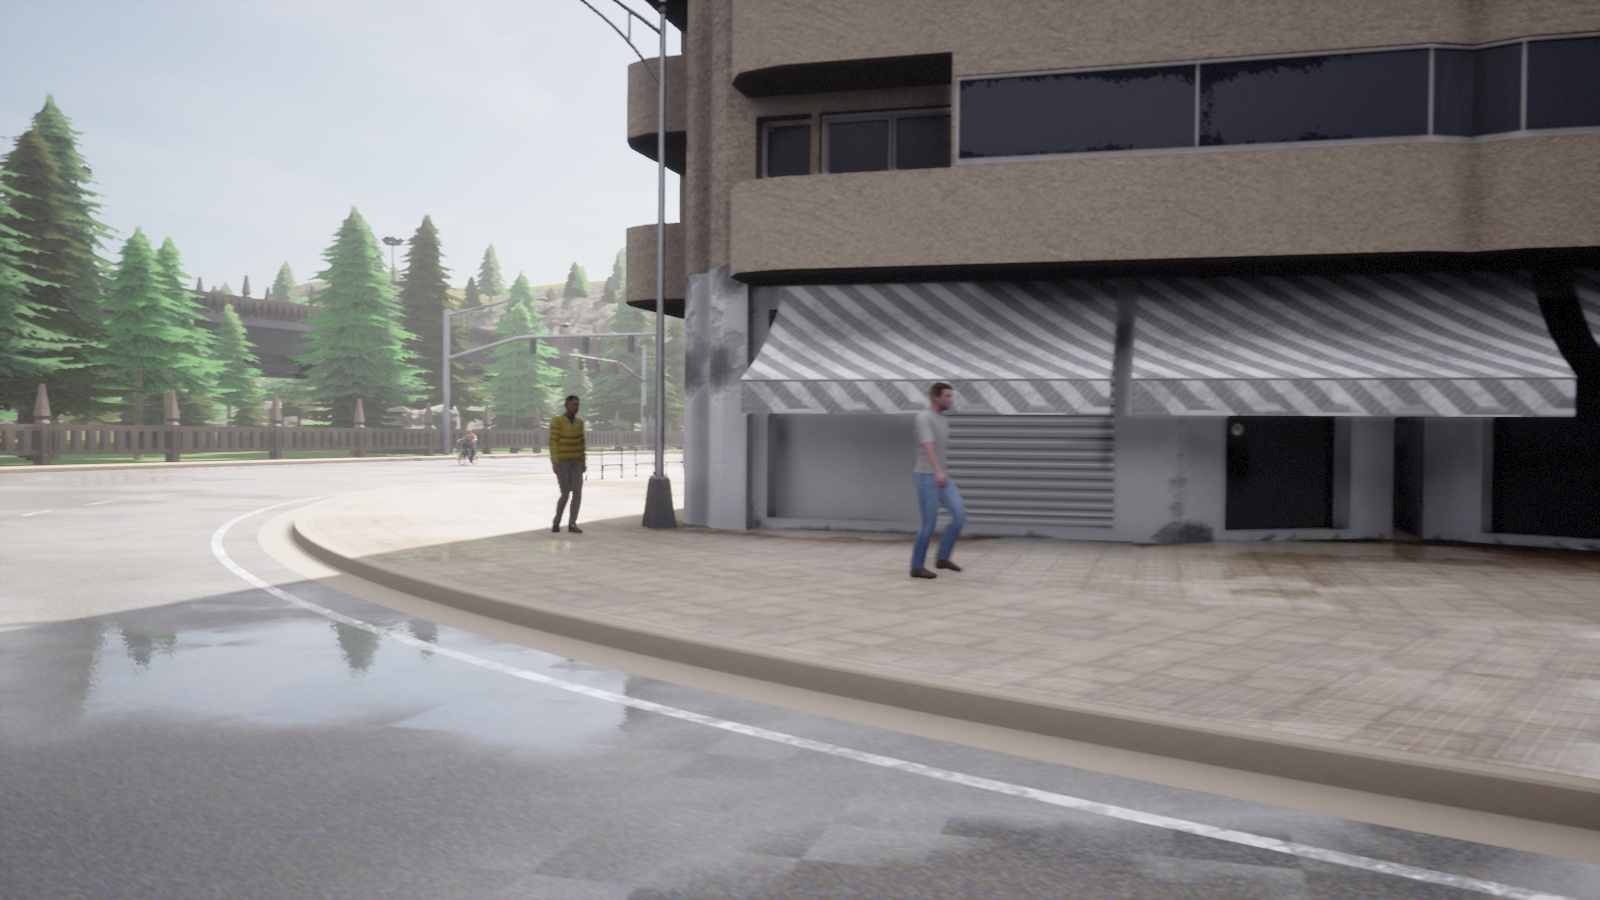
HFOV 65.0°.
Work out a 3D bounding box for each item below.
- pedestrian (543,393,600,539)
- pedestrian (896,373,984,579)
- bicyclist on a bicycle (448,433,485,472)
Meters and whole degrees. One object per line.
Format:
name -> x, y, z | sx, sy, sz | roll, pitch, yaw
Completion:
pedestrian -> -2.960, 0.200, 16.234 | 0.431, 1.840, 0.709 | -1, 1, -36
pedestrian -> 1.284, 0.227, 11.523 | 0.706, 1.836, 0.354 | 0, 1, 33
bicyclist on a bicycle -> -14.081, 0.108, 53.076 | 0.866, 1.612, 1.509 | 0, 1, 16
